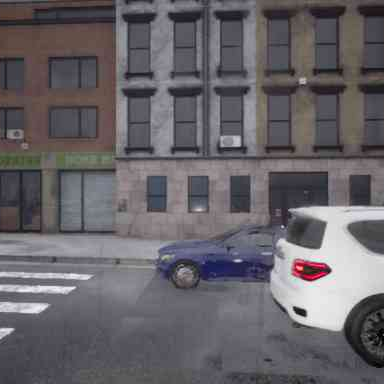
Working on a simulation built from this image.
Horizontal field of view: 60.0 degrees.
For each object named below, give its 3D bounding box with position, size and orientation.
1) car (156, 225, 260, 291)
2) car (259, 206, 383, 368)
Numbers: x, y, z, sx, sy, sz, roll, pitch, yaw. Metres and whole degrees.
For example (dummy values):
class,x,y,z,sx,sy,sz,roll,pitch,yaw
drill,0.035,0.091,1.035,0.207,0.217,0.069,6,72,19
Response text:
class,x,y,z,sx,sy,sz,roll,pitch,yaw
car,1.452,1.557,8.315,4.674,1.442,1.812,1,0,3
car,4.081,1.285,5.232,5.566,2.045,2.150,1,0,3
